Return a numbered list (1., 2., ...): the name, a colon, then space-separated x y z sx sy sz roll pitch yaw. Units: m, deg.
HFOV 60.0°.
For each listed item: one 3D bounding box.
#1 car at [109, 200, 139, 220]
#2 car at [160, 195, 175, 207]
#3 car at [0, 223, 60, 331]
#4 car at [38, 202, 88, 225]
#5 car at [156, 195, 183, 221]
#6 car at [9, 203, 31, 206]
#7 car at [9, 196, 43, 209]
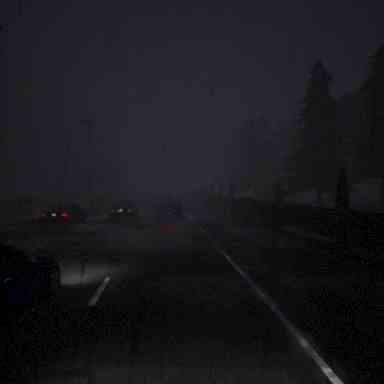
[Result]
1. car: -5.271 1.360 26.159 2.033 1.411 5.357 0 0 -5
2. car: -3.305 1.158 44.634 1.837 1.490 4.892 0 0 -5
3. car: -3.661 1.500 5.250 1.812 1.442 4.674 0 0 -3
4. car: -8.462 1.406 22.352 2.033 1.411 5.357 0 0 -5
5. car: -1.691 1.280 25.307 1.882 1.535 5.008 0 1 -5
6. car: -16.481 1.382 32.112 1.994 1.385 4.181 0 0 -5
7. car: -20.739 1.254 41.881 2.128 1.511 4.902 0 0 -5
